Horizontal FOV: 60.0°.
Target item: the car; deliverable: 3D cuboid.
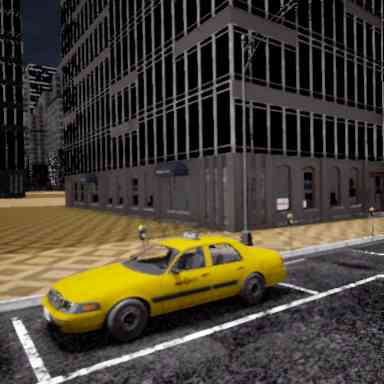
[{"bbox_3d":[-0.227,1.493,6.414,4.829,1.417,1.752,-1,0,-35],"label":"car"}]
